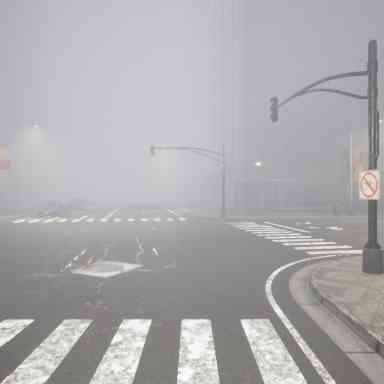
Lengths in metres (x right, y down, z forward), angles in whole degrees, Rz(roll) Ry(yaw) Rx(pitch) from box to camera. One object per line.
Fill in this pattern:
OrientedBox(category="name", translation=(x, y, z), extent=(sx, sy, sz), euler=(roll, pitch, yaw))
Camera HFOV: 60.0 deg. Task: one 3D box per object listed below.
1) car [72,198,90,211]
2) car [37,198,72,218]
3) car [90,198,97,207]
OrientedBox(category="car", translation=(-14.530, 1.502, 41.734), extent=(1.882, 1.535, 5.008), euler=(0, 0, -9))
OrientedBox(category="car", translation=(-12.735, 1.539, 30.641), extent=(1.812, 1.442, 4.674), euler=(0, 0, -9))
OrientedBox(category="car", translation=(-16.320, 1.600, 52.800), extent=(1.994, 1.385, 4.181), euler=(0, 0, -9))
